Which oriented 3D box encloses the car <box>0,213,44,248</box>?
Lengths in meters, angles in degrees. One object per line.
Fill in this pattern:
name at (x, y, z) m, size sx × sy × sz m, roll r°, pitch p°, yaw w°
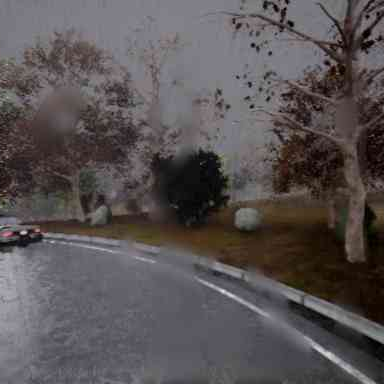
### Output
car at (-8.503, 1.583, 13.593) m, size 5.357 × 1.411 × 2.033 m, roll -1°, pitch 0°, yaw 28°
